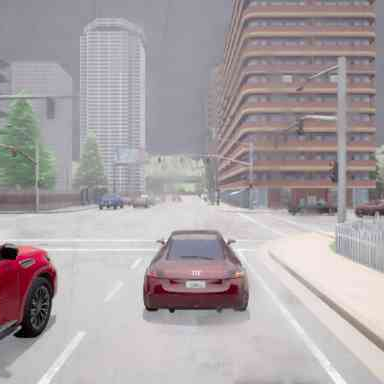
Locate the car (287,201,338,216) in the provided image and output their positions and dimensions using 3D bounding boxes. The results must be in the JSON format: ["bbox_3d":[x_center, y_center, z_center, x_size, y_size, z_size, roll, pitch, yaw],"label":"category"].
[{"bbox_3d":[11.418,1.545,31.297,4.718,1.301,1.895,0,0,-12],"label":"car"}]

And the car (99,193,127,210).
[{"bbox_3d":[-10.583,1.221,44.018,2.150,2.045,5.566,0,0,2],"label":"car"}]

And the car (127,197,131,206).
[{"bbox_3d":[-10.599,1.526,53.773,1.812,1.442,4.674,0,0,0],"label":"car"}]

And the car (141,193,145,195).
[{"bbox_3d":[-10.554,1.505,64.206,1.837,1.490,4.892,0,0,0],"label":"car"}]

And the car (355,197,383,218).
[{"bbox_3d":[16.573,1.422,29.026,5.008,1.535,1.882,0,0,-20],"label":"car"}]

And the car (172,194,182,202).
[{"bbox_3d":[-3.513,1.355,77.652,2.097,1.767,4.553,0,0,0],"label":"car"}]

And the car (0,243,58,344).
[{"bbox_3d":[-3.432,1.221,3.462,2.150,2.045,5.566,0,0,0],"label":"car"}]

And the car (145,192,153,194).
[{"bbox_3d":[-10.512,1.225,74.734,2.150,2.045,5.566,0,0,0],"label":"car"}]

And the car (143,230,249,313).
[{"bbox_3d":[0.092,1.564,7.738,1.994,1.385,4.181,0,0,1],"label":"car"}]

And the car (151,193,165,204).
[{"bbox_3d":[-7.044,1.526,65.993,1.812,1.442,4.674,0,0,0],"label":"car"}]

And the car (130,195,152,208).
[{"bbox_3d":[-7.090,1.526,46.873,1.812,1.442,4.674,0,0,-1],"label":"car"}]

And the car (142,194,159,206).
[{"bbox_3d":[-7.097,1.526,55.730,1.812,1.442,4.674,0,0,0],"label":"car"}]

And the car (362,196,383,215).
[{"bbox_3d":[19.860,1.297,34.142,4.553,1.767,2.097,0,0,-27],"label":"car"}]
